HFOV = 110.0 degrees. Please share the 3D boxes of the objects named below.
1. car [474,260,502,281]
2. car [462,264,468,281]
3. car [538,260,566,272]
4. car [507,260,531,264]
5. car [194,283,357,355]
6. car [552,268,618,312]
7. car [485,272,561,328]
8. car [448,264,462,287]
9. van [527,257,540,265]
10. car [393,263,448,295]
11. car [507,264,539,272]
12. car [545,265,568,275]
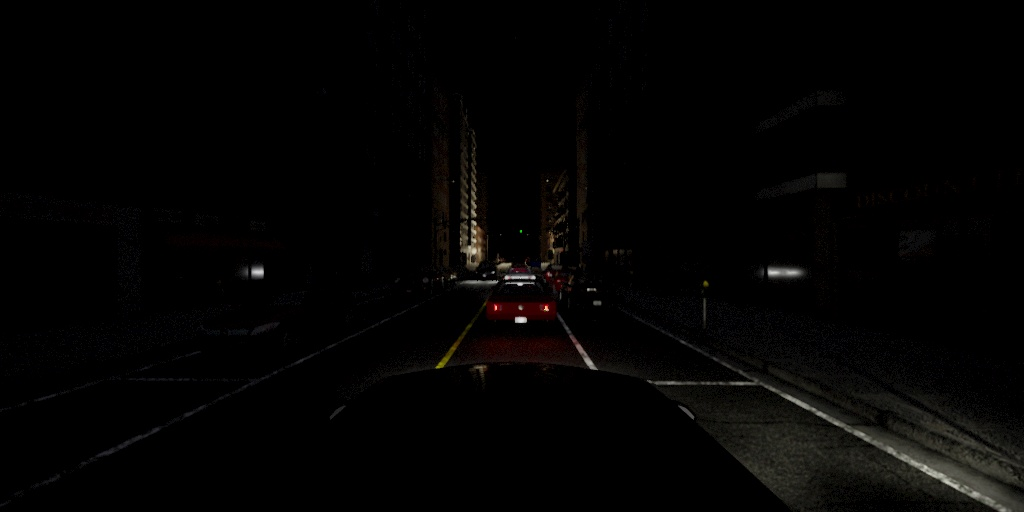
[{"bbox_3d":[-2.182,1.340,31.539,1.812,1.442,4.674,0,0,2],"label":"car"},{"bbox_3d":[-4.806,1.364,30.750,2.007,1.370,4.403,0,0,1],"label":"car"},{"bbox_3d":[3.102,1.241,25.073,1.967,1.591,4.097,0,0,1],"label":"car"},{"bbox_3d":[0.657,1.350,35.434,1.812,1.442,4.674,0,0,1],"label":"car"},{"bbox_3d":[-5.269,1.347,8.681,1.802,1.307,4.207,0,0,1],"label":"car"},{"bbox_3d":[2.870,1.328,14.037,2.007,1.370,4.403,0,0,1],"label":"car"},{"bbox_3d":[0.282,1.372,11.504,1.895,1.301,4.718,0,0,1],"label":"car"},{"bbox_3d":[-4.925,1.327,25.063,1.751,1.417,4.829,0,0,1],"label":"car"},{"bbox_3d":[3.787,1.212,57.666,1.690,1.789,3.998,0,0,1],"label":"van"},{"bbox_3d":[-5.037,1.229,19.716,1.967,1.591,4.097,0,0,1],"label":"car"},{"bbox_3d":[0.539,1.400,23.838,1.895,1.301,4.718,0,0,1],"label":"car"},{"bbox_3d":[2.986,1.371,19.555,1.802,1.307,4.207,0,0,1],"label":"car"}]
